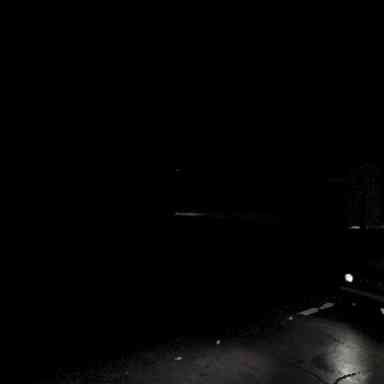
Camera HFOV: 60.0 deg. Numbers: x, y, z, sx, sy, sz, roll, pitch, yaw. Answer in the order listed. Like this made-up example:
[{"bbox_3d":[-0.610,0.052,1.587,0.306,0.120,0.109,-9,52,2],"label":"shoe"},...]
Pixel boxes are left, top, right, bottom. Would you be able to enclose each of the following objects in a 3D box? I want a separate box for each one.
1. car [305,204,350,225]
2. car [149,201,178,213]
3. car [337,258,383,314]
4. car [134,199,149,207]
[{"bbox_3d":[11.715,1.744,27.279,1.882,1.535,5.008,-2,0,-36],"label":"car"},{"bbox_3d":[-3.901,2.197,49.102,2.128,1.511,4.902,-2,1,-35],"label":"car"},{"bbox_3d":[4.931,1.583,6.454,4.718,1.301,1.895,0,0,-34],"label":"car"},{"bbox_3d":[-9.378,2.089,63.068,1.812,1.442,4.674,-2,1,-36],"label":"car"}]
